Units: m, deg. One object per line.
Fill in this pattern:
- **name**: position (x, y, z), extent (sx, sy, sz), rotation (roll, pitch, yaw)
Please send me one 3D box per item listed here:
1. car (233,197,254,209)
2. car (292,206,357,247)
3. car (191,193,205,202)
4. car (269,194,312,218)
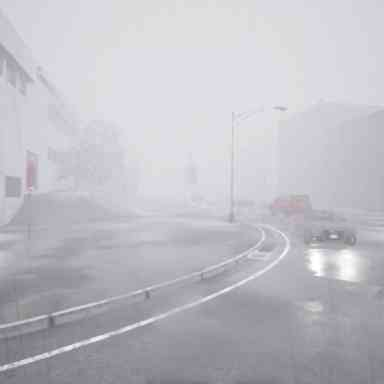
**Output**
- **car**: position (6.731, 1.367, 44.618), extent (1.882, 1.535, 5.008), rotation (1, 1, -9)
- **car**: position (5.919, 1.550, 15.006), extent (1.994, 1.385, 4.181), rotation (1, 0, 11)
- **car**: position (0.949, 0.854, 57.380), extent (1.882, 1.535, 5.008), rotation (1, 3, -9)
- **car**: position (8.955, 1.244, 30.614), extent (2.150, 2.045, 5.566), rotation (1, 0, -8)
